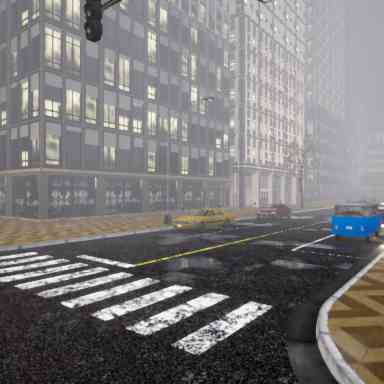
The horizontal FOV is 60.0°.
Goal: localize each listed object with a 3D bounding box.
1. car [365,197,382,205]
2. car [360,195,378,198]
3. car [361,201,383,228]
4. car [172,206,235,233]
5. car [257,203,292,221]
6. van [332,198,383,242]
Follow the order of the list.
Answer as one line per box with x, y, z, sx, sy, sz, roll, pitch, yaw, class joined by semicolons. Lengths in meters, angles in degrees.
34.348;1.620;62.848;2.008;1.369;4.403;0;0;38;car
30.925;1.376;58.463;2.192;1.841;5.009;0;0;38;car
13.172;1.471;22.912;1.967;1.590;4.097;0;0;38;car
0.800;1.535;20.081;1.752;1.417;4.829;0;0;38;car
6.960;1.599;27.762;1.802;1.307;4.206;0;0;38;car
8.164;1.366;16.317;1.690;1.788;3.998;0;0;38;van
